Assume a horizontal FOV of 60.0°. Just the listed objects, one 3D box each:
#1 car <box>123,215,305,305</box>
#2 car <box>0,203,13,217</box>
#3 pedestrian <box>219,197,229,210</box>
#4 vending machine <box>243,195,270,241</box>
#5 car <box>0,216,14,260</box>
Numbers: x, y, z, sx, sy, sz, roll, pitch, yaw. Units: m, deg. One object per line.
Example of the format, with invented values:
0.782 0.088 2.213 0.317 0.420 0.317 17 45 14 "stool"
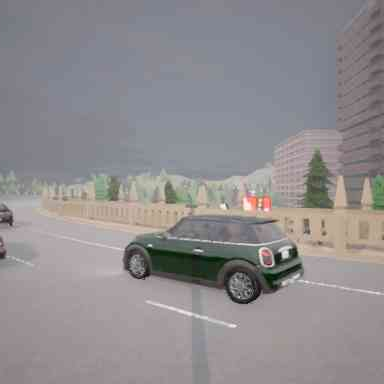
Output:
0.334 1.352 8.397 4.553 1.767 2.097 0 0 38 "car"
-13.173 1.491 21.938 2.128 1.511 4.902 0 0 -39 "car"
1.461 1.141 15.554 0.375 1.860 0.375 0 0 41 "pedestrian"
3.112 1.195 16.008 0.880 2.100 1.100 0 0 41 "vending machine"
-7.782 1.547 10.833 5.357 1.411 2.033 0 0 44 "car"
